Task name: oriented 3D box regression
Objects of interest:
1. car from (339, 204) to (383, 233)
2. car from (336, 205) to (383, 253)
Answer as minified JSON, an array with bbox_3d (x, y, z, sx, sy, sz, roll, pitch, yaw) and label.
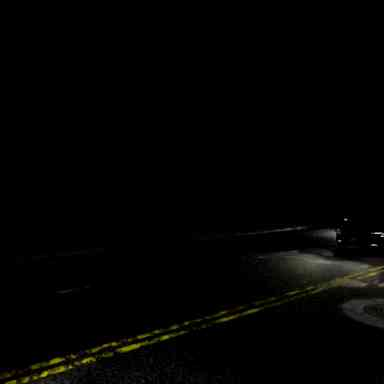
[{"bbox_3d":[11.307,1.498,20.221,5.357,1.411,2.033,0,0,-38],"label":"car"},{"bbox_3d":[7.799,1.439,13.489,5.008,1.535,1.882,0,0,-37],"label":"car"}]
